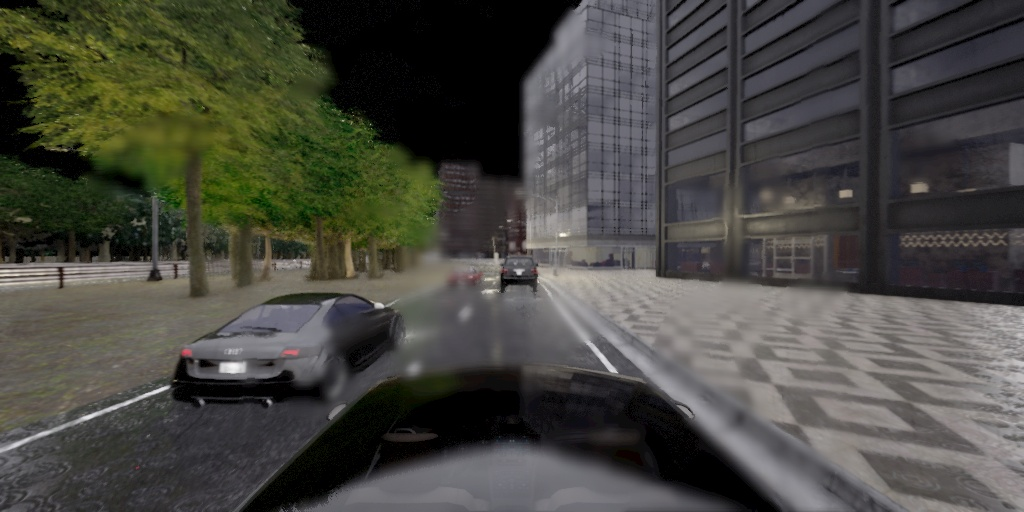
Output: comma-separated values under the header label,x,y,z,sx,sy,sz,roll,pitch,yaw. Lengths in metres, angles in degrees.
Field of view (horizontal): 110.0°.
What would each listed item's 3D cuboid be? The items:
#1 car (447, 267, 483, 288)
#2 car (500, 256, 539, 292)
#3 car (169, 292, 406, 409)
label,x,y,z,sx,sy,sz,roll,pitch,yaw
car,-3.044,1.394,24.262,1.895,1.301,4.718,0,0,1
car,0.428,1.011,21.729,2.150,2.045,5.566,0,0,1
car,-3.346,1.320,6.334,1.994,1.385,4.181,0,0,0
